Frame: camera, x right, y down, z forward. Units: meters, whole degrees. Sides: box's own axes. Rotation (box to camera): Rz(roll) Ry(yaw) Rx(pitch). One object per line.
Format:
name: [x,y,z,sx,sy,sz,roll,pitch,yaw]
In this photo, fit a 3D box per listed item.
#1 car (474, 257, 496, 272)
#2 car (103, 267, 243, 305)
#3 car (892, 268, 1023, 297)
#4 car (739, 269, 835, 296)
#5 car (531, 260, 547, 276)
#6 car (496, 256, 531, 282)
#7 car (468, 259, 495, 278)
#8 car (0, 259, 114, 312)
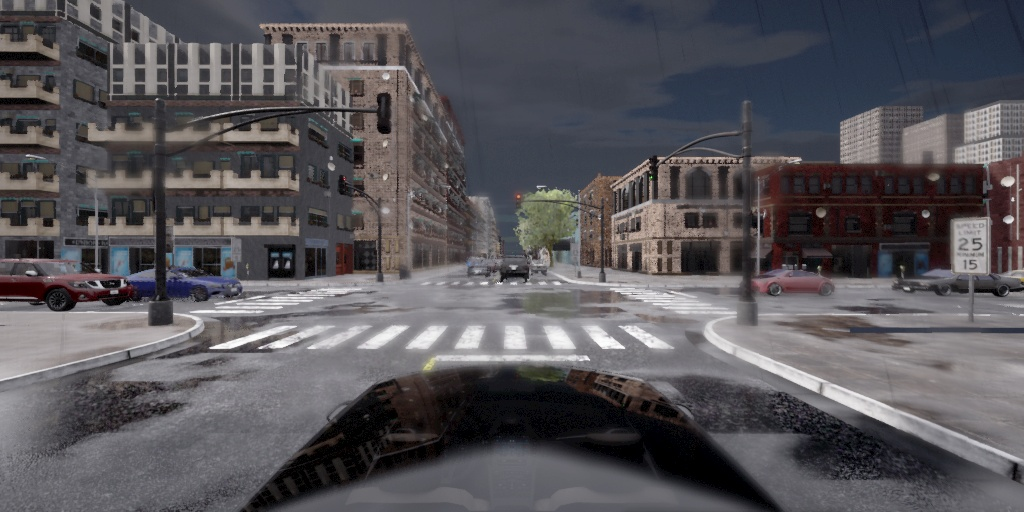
car: [-3.102,1.143,44.254,2.097,1.767,4.553,0,0,0]
car: [-14.664,1.233,15.896,4.674,1.442,1.812,0,0,0]
car: [24.018,1.412,19.376,5.357,1.411,2.033,0,0,0]
car: [14.717,1.387,19.308,4.181,1.385,1.994,0,0,0]
car: [2.687,1.330,37.010,2.007,1.370,4.403,0,0,0]
car: [0.213,0.988,28.863,2.150,2.045,5.566,0,0,2]
car: [-3.105,1.266,34.360,2.128,1.511,4.902,0,0,0]
car: [-17.278,1.013,13.289,5.009,1.841,2.192,0,0,0]
